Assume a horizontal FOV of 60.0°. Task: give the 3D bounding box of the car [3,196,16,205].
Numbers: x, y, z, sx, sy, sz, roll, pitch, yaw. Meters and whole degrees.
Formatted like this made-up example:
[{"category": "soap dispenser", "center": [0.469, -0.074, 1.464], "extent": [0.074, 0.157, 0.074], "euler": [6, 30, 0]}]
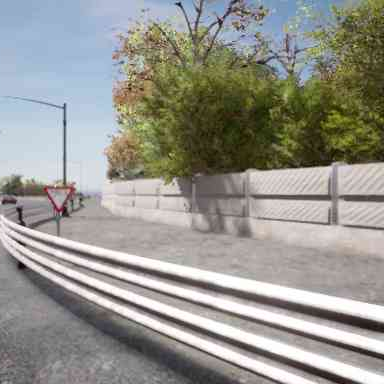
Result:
[{"category": "car", "center": [-34.542, 1.455, 63.052], "extent": [2.097, 1.767, 4.553], "euler": [0, 0, -27]}]
